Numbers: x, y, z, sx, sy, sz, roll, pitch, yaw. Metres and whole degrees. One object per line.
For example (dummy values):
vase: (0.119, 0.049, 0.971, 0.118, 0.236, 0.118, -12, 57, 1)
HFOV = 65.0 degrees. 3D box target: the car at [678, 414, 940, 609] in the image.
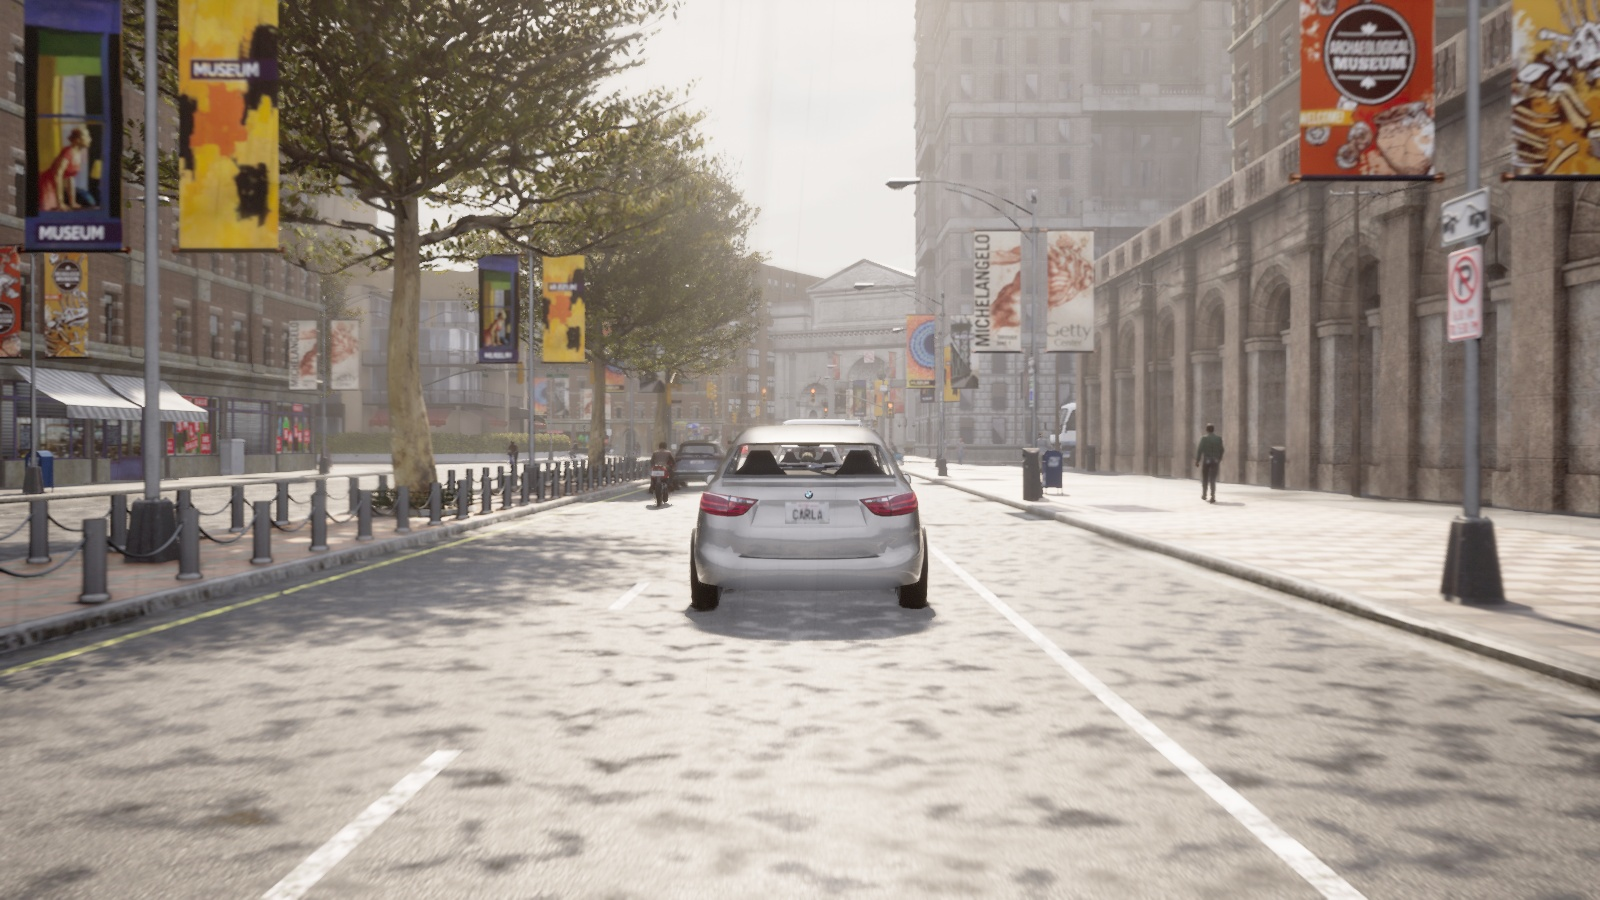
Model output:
car: (0.090, 0.517, 13.068, 2.242, 1.667, 4.611, 0, 0, 0)

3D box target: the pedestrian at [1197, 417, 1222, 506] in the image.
pedestrian: (9.178, 0.252, 28.131, 0.423, 1.949, 0.788, 0, 0, 10)

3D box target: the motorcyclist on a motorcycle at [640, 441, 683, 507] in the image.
motorcyclist on a motorcycle: (-3.313, 0.555, 30.243, 0.797, 1.523, 2.044, 0, 0, 0)

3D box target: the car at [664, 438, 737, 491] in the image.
car: (-3.247, 0.438, 41.882, 2.033, 1.649, 4.856, 0, 0, 0)

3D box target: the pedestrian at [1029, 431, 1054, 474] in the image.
pedestrian: (10.333, 0.109, 53.719, 0.874, 1.855, 0.900, 0, 0, 0)

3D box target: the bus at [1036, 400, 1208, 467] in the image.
bus: (20.952, -1.076, 82.278, 10.273, 4.253, 3.944, 0, 0, 0)
